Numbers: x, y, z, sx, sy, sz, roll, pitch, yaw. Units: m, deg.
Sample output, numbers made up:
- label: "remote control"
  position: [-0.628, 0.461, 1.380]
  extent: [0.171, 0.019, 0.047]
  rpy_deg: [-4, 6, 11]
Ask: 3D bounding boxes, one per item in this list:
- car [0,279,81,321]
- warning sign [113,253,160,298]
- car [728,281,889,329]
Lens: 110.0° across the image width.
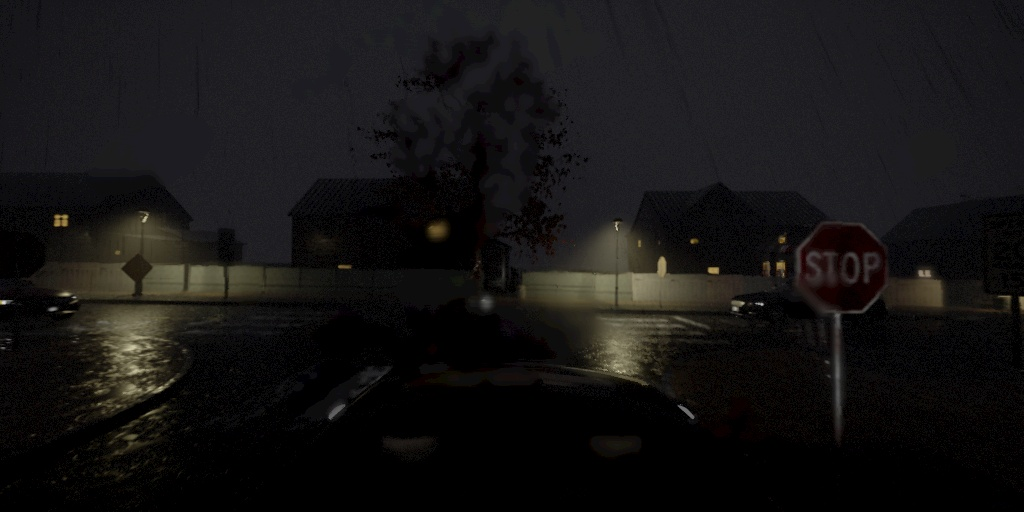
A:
- label: "car"
  position: [-14.821, 1.120, 9.767]
  extent: [4.674, 1.442, 1.812]
  rpy_deg: [1, -1, 0]
- label: "warning sign"
  position: [-15.824, 0.799, 15.120]
  extent: [1.060, 1.860, 1.300]
  rpy_deg: [0, 0, 0]
- label: "car"
  position: [10.440, 1.672, 12.835]
  extent: [4.902, 1.511, 2.128]
  rpy_deg: [1, -1, 0]
